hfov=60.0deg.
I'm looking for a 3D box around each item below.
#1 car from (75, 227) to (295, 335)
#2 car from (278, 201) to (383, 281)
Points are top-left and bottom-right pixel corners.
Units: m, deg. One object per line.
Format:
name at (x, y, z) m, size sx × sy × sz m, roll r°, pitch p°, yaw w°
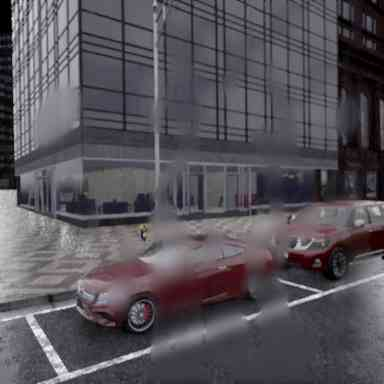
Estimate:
car at (-0.102, 1.538, 6.574) m, size 4.206 × 1.307 × 1.802 m, roll -1°, pitch 0°, yaw -35°
car at (4.316, 1.207, 9.717) m, size 5.009 × 1.841 × 2.192 m, roll -1°, pitch 0°, yaw -35°
